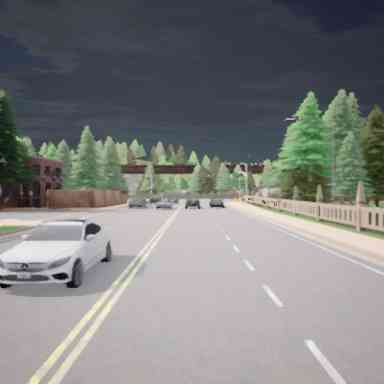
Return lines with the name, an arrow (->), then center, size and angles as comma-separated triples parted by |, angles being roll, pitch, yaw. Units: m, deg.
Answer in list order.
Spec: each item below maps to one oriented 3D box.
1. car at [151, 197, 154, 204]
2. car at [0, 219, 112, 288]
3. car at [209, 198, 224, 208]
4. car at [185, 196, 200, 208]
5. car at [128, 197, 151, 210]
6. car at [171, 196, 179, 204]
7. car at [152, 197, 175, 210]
car -> -6.988, 1.584, 64.310 | 2.033, 1.411, 5.357 | 0, 0, 0
car -> -3.562, 1.528, 9.415 | 1.812, 1.442, 4.674 | 0, 0, 0
car -> 3.609, 1.575, 49.386 | 1.994, 1.385, 4.181 | 0, 0, 0
car -> 0.107, 1.363, 47.475 | 2.097, 1.767, 4.553 | 0, 0, 0
car -> -7.164, 1.516, 44.363 | 1.837, 1.490, 4.892 | 0, 0, 2
car -> -3.488, 1.514, 64.245 | 2.128, 1.511, 4.902 | 0, 0, 0
car -> -3.578, 1.611, 43.101 | 1.895, 1.301, 4.718 | 0, 0, 0
